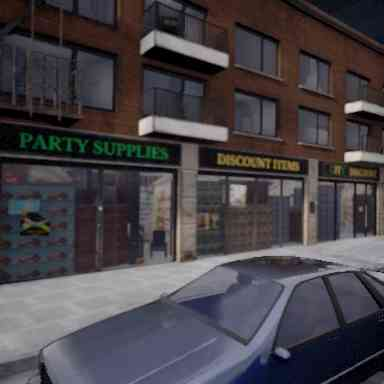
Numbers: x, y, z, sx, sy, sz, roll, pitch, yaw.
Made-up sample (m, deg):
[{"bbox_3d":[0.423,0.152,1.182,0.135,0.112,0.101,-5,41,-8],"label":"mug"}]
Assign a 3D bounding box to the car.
[{"bbox_3d":[1.025,1.581,4.113,5.357,1.411,2.033,1,0,-36],"label":"car"}]
